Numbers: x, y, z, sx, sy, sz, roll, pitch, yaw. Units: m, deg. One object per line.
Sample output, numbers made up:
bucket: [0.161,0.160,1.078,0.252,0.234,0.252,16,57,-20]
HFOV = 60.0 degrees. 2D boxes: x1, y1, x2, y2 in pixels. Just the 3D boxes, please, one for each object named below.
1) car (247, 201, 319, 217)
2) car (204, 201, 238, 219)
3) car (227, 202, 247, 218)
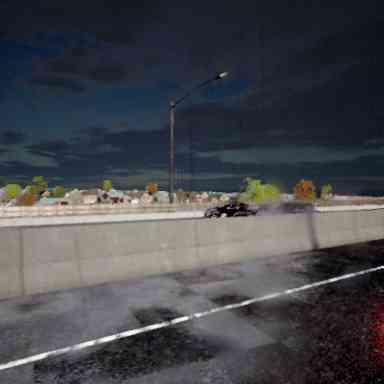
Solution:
car: [6.054,1.405,21.077,4.553,1.767,2.097,0,0,-35]
car: [3.220,1.562,27.634,4.892,1.490,1.837,0,0,-35]
car: [5.049,1.621,24.642,4.181,1.385,1.994,0,0,-35]
